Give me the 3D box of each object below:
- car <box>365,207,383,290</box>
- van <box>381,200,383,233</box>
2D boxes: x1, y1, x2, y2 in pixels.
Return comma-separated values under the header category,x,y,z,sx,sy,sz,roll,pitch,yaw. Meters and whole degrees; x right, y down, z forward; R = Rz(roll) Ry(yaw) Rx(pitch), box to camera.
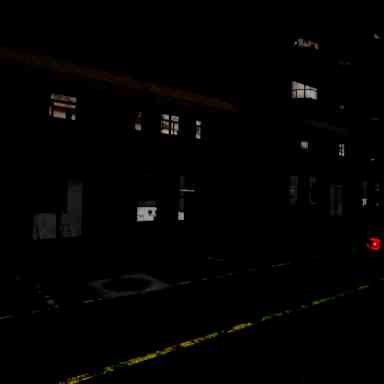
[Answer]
category,x,y,z,sx,sy,sz,roll,pitch,yaw
car,6.266,1.229,7.749,5.566,2.045,2.150,0,0,-35
van,12.476,1.359,18.678,3.998,1.788,1.690,0,1,-35
